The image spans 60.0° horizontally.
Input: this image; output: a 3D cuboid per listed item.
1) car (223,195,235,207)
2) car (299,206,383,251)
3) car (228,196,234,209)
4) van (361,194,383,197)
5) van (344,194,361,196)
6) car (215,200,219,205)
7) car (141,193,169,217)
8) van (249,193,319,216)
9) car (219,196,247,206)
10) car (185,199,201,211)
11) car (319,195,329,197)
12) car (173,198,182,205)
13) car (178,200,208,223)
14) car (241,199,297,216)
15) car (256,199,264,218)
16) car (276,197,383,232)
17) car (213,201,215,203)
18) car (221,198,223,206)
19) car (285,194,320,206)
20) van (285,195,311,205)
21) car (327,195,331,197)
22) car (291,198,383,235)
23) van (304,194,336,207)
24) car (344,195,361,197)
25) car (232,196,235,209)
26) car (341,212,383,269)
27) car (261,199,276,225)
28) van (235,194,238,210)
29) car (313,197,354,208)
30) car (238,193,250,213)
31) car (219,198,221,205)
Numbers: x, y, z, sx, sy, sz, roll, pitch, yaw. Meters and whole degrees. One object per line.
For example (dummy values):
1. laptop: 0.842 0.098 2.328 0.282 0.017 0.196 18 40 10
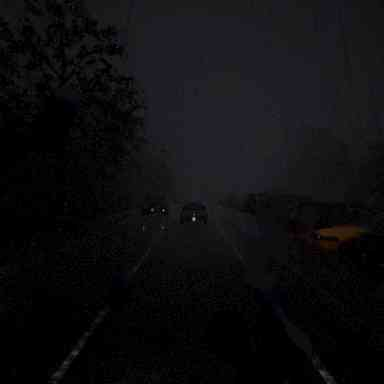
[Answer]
1. car: 7.140 1.510 44.986 5.008 1.535 2.097 0 -1 0
2. car: 6.859 1.432 11.694 5.366 1.575 1.946 0 0 0
3. car: 7.090 1.480 39.435 4.792 1.488 2.163 0 -1 0
4. van: 20.067 1.163 33.688 4.442 1.987 1.878 0 -1 0
5. van: 20.316 1.223 39.226 4.442 1.987 1.878 0 -1 0
6. car: 7.137 1.378 56.093 5.566 2.045 2.435 0 -1 0
7. car: -3.314 1.150 30.711 2.150 2.045 5.566 0 0 0
8. van: 6.966 1.135 25.573 4.442 1.987 1.878 0 0 0
9. car: 7.204 1.536 58.863 4.553 1.767 2.185 0 -1 0
10. car: 0.154 1.594 41.551 1.895 1.301 4.718 0 0 0
11. car: 20.209 1.508 44.764 5.008 1.535 2.097 0 -1 0
12. car: -3.131 1.955 71.306 1.812 1.442 4.674 0 -1 0
13. car: 0.124 1.515 24.317 1.895 1.301 4.718 0 0 0
14. car: 7.127 1.391 31.100 4.792 1.488 2.163 0 0 0
15. car: 7.077 1.416 22.798 4.674 1.452 2.002 0 0 0
16. car: 7.028 1.280 17.245 4.553 1.767 2.185 0 0 0
17. car: 7.010 1.795 67.179 5.366 1.575 1.946 0 -1 0
18. car: 7.153 1.610 50.538 4.674 1.452 2.002 0 -1 0
19. car: 20.287 1.443 61.384 5.566 2.045 2.435 0 -1 0
20. van: 20.385 1.516 64.275 4.442 1.987 1.878 0 -1 0
21. car: 20.201 1.479 41.994 4.892 1.521 2.231 0 -1 0
22. car: 7.021 1.295 14.469 4.553 1.767 2.185 0 0 0
23. van: 20.354 1.371 53.077 4.442 1.987 1.878 0 -1 0
24. car: 20.007 1.416 36.453 5.366 1.575 1.946 0 -1 0
25. car: 7.115 1.461 36.658 4.674 1.452 2.002 0 -1 0
26. car: 7.031 1.451 8.917 4.892 1.521 2.231 0 0 0
27. car: 7.062 1.391 20.022 5.008 1.535 2.097 0 0 0
28. van: 6.988 1.165 33.885 4.442 1.987 1.878 0 -1 0
29. car: 20.217 1.539 47.660 5.008 1.535 2.097 0 -1 0
30. car: 7.118 1.095 28.349 5.566 2.045 2.435 0 0 0
31. car: 7.187 1.629 53.314 4.792 1.488 2.163 0 -1 0
